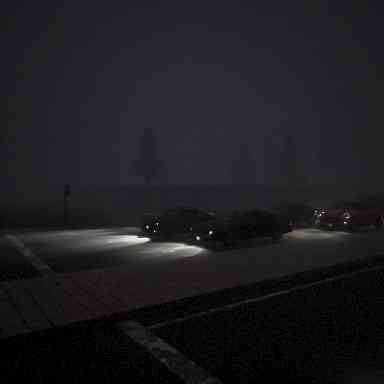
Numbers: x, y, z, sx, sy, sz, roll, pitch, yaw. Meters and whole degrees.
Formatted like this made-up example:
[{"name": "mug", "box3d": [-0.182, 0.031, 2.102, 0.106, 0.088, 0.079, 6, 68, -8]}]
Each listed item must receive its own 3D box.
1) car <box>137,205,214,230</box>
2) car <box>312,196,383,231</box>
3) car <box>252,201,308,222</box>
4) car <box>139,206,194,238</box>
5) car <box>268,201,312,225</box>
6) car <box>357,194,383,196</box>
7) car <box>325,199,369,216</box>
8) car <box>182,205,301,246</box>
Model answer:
[{"name": "car", "box3d": [-0.986, 1.601, 21.636, 4.718, 1.301, 1.895, 0, 0, -35]}, {"name": "car", "box3d": [9.902, 1.352, 20.716, 4.553, 1.767, 2.097, 0, 0, -35]}, {"name": "car", "box3d": [7.324, 1.505, 27.465, 4.892, 1.490, 1.837, 0, 0, -35]}, {"name": "car", "box3d": [-0.582, 1.564, 17.650, 4.181, 1.385, 1.994, 0, 0, -35]}, {"name": "car", "box3d": [6.539, 1.505, 22.633, 4.892, 1.490, 1.837, 0, 0, -35]}, {"name": "car", "box3d": [15.157, 1.221, 28.735, 5.566, 2.045, 2.150, 0, 0, -35]}, {"name": "car", "box3d": [15.623, 1.505, 33.359, 4.892, 1.490, 1.837, 0, 0, -35]}, {"name": "car", "box3d": [2.428, 1.547, 15.493, 5.357, 1.411, 2.033, 0, 0, -35]}]
